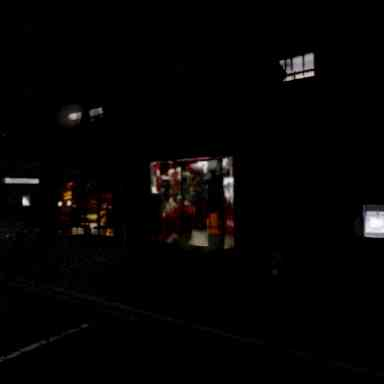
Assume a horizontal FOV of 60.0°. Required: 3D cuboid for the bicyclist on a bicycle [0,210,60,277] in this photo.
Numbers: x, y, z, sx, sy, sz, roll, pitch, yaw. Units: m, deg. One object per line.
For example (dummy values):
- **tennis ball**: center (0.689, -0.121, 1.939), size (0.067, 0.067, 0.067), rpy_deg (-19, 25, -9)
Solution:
- **bicyclist on a bicycle**: center (-4.129, 1.274, 8.553), size (0.582, 1.620, 1.656), rpy_deg (0, 0, 34)
